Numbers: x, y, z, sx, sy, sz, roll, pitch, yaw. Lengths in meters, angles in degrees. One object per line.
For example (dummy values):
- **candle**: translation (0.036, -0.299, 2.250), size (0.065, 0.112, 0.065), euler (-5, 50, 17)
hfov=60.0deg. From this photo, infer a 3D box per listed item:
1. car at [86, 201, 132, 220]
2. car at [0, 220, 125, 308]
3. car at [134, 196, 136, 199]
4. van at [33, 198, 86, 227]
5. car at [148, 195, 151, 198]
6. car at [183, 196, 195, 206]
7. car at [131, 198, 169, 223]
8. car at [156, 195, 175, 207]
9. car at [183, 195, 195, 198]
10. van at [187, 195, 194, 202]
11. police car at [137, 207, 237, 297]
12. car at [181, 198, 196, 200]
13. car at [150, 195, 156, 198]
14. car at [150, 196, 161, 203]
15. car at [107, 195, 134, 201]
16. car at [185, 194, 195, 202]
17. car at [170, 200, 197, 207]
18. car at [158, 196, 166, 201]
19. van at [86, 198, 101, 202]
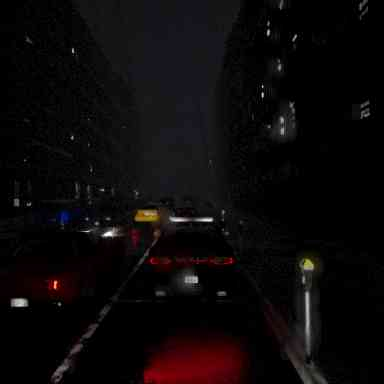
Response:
- **car**: translation (-5.871, 1.569, 23.203), size (2.033, 1.411, 5.357), euler (0, 0, 0)
- **car**: translation (-2.927, 1.605, 7.901), size (1.895, 1.301, 4.718), euler (0, 0, 0)
- **car**: translation (-8.314, 1.379, 42.876), size (2.192, 1.841, 5.009), euler (1, 0, 0)
- **van**: translation (-8.312, 1.359, 20.753), size (1.690, 1.788, 3.998), euler (2, 0, 0)
- **car**: translation (-8.321, 1.660, 53.938), size (1.947, 1.339, 4.313), euler (1, 0, 0)
- **car**: translation (-0.473, 1.553, 59.411), size (1.967, 1.590, 4.097), euler (1, 0, 0)
- **car**: translation (-3.022, 1.481, 24.884), size (1.801, 1.575, 5.366), euler (0, 0, 0)
- **car**: translation (-2.924, 1.412, 41.589), size (2.097, 1.767, 4.553), euler (0, 0, 0)
- **car**: translation (-0.429, 1.490, 37.286), size (1.967, 1.590, 4.097), euler (1, 0, 0)
- **van**: translation (-0.474, 1.575, 87.068), size (1.690, 1.788, 3.998), euler (1, 0, 0)
- **police car**: translation (-0.012, 1.430, 8.763), size (1.930, 1.638, 5.238), euler (0, 0, 0)
- **car**: translation (-0.438, 1.582, 31.754), size (1.887, 1.381, 4.507), euler (1, 0, 0)
- **car**: translation (-8.317, 1.471, 70.528), size (2.192, 1.841, 5.009), euler (1, 0, 0)
- **car**: translation (-8.323, 1.725, 76.059), size (1.887, 1.381, 4.507), euler (1, 0, 0)
- **car**: translation (-8.314, 1.365, 37.346), size (2.192, 1.841, 5.009), euler (1, 0, 0)
- **car**: translation (-0.473, 1.521, 81.536), size (2.192, 1.841, 5.009), euler (1, 0, 0)
- **car**: translation (-0.438, 1.572, 26.224), size (1.887, 1.381, 4.507), euler (1, 0, 0)
- **car**: translation (-8.326, 1.846, 92.652), size (1.802, 1.307, 4.206), euler (1, 0, 0)
- **van**: translation (-8.314, 1.368, 26.285), size (1.690, 1.788, 3.998), euler (1, 0, 0)
